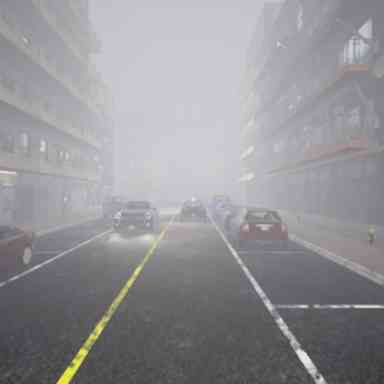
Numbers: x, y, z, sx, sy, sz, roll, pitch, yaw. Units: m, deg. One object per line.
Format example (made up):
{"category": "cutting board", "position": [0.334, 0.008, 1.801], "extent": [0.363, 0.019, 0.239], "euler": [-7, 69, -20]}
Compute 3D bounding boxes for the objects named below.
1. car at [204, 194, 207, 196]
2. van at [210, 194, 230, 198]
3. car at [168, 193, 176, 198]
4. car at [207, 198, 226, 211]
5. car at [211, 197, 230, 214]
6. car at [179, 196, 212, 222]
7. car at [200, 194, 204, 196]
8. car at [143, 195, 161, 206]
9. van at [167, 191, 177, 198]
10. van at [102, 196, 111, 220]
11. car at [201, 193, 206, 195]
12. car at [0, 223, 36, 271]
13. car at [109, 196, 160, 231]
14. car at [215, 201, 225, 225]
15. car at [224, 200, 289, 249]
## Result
{"category": "car", "position": [2.660, 1.291, 42.453], "extent": [1.802, 1.307, 4.206], "euler": [1, 0, 0]}
{"category": "van", "position": [2.666, 1.129, 31.110], "extent": [1.690, 1.788, 3.998], "euler": [1, 0, 0]}
{"category": "car", "position": [-5.491, 0.927, 91.897], "extent": [1.947, 1.339, 4.313], "euler": [1, 0, 0]}
{"category": "car", "position": [2.661, 1.331, 36.782], "extent": [1.802, 1.307, 4.206], "euler": [1, 0, 0]}
{"category": "car", "position": [2.664, 1.351, 25.611], "extent": [1.752, 1.417, 4.829], "euler": [1, 0, 0]}
{"category": "car", "position": [0.095, 1.325, 24.318], "extent": [2.128, 1.511, 4.902], "euler": [0, 0, 0]}
{"category": "car", "position": [0.091, 1.287, 40.538], "extent": [1.994, 1.385, 4.181], "euler": [0, 0, 0]}
{"category": "car", "position": [-5.778, 1.220, 48.190], "extent": [2.008, 1.369, 4.403], "euler": [1, 0, 0]}
{"category": "van", "position": [-5.598, 0.742, 86.233], "extent": [1.690, 1.788, 3.998], "euler": [1, 0, 0]}
{"category": "van", "position": [-5.680, 1.168, 25.511], "extent": [1.690, 1.788, 3.998], "euler": [1, 0, 0]}
{"category": "car", "position": [2.951, 0.962, 84.575], "extent": [2.008, 1.369, 4.403], "euler": [1, 0, 0]}
{"category": "car", "position": [-5.680, 1.487, 8.501], "extent": [1.887, 1.381, 4.507], "euler": [1, 0, 0]}
{"category": "car", "position": [-3.103, 1.220, 19.383], "extent": [2.097, 1.767, 4.553], "euler": [0, 0, 0]}
{"category": "car", "position": [2.665, 1.431, 19.771], "extent": [1.947, 1.339, 4.313], "euler": [1, 0, 0]}
{"category": "car", "position": [2.667, 1.344, 14.099], "extent": [1.967, 1.590, 4.097], "euler": [1, 0, 0]}
